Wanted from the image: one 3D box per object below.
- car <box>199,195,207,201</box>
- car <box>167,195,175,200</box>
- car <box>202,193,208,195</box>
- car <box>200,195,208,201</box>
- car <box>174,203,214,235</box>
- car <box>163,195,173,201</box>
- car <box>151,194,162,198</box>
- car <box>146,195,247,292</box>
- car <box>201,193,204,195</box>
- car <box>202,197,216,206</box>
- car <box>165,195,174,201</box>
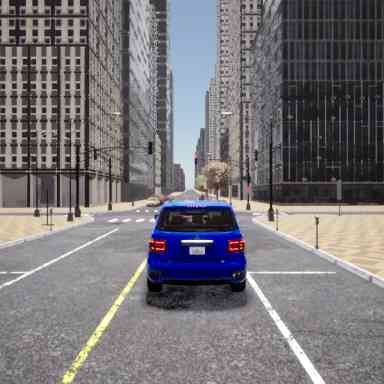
[{"bbox_3d":[2.716,1.422,84.291,1.887,1.381,4.507,0,0,0],"label":"car"},{"bbox_3d":[-5.663,1.411,89.974,2.008,1.369,4.403,0,0,0],"label":"car"},{"bbox_3d":[2.837,1.400,50.241,1.967,1.590,4.097,0,0,0],"label":"car"},{"bbox_3d":[2.715,1.419,78.786,1.752,1.417,4.829,0,0,0],"label":"car"},{"bbox_3d":[0.101,1.486,19.800,2.128,1.511,4.902,0,0,0],"label":"car"},{"bbox_3d":[-5.666,1.438,78.623,1.887,1.381,4.507,0,0,0],"label":"car"},{"bbox_3d":[-5.803,1.485,50.073,1.752,1.417,4.829,0,0,0],"label":"car"},{"bbox_3d":[0.101,1.221,9.071,2.150,2.045,5.566,0,0,0],"label":"car"},{"bbox_3d":[2.714,1.224,72.941,2.192,1.841,5.009,0,0,0],"label":"car"},{"bbox_3d":[2.807,1.500,55.919,2.008,1.369,4.403,0,0,0],"label":"car"},{"bbox_3d":[-5.665,1.428,84.299,2.008,1.369,4.403,0,0,0],"label":"car"}]
